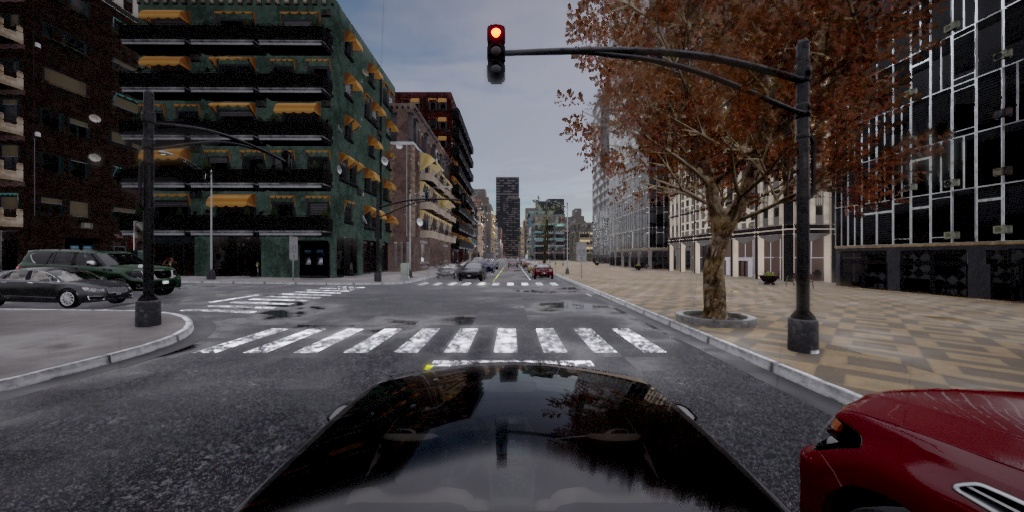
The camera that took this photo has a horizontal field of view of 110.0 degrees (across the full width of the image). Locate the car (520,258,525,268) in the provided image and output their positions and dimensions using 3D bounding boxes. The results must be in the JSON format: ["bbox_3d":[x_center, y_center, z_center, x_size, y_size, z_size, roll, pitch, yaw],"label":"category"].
[{"bbox_3d":[2.759,1.374,60.008,1.802,1.307,4.207,0,0,0],"label":"car"}]

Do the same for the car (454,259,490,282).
[{"bbox_3d":[-3.165,1.237,29.563,1.882,1.535,5.008,0,0,2],"label":"car"}]

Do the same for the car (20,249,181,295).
[{"bbox_3d":[-17.771,0.746,15.535,5.566,2.045,2.150,1,0,0],"label":"car"}]

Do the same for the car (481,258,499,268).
[{"bbox_3d":[-3.009,1.277,53.884,2.128,1.511,4.902,0,0,0],"label":"car"}]

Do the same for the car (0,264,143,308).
[{"bbox_3d":[-16.422,1.091,12.952,4.403,1.370,2.007,0,0,-1],"label":"car"}]

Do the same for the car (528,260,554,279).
[{"bbox_3d":[2.727,1.307,32.345,1.888,1.381,4.507,0,0,0],"label":"car"}]

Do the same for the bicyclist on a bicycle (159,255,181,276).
[{"bbox_3d":[-23.142,0.761,24.220,0.582,1.620,1.656,1,0,-1],"label":"bicyclist on a bicycle"}]

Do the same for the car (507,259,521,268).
[{"bbox_3d":[0.174,1.289,63.491,2.128,1.511,4.902,0,0,0],"label":"car"}]

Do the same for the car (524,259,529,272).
[{"bbox_3d":[2.740,1.297,43.580,1.751,1.417,4.829,0,0,0],"label":"car"}]

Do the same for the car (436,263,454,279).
[{"bbox_3d":[-5.653,1.312,32.355,2.007,1.370,4.403,0,0,0],"label":"car"}]

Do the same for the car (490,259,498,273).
[{"bbox_3d":[-3.035,1.372,42.642,1.895,1.301,4.718,0,0,0],"label":"car"}]

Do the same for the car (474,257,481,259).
[{"bbox_3d":[-5.627,1.225,54.486,1.967,1.591,4.097,0,0,0],"label":"car"}]
